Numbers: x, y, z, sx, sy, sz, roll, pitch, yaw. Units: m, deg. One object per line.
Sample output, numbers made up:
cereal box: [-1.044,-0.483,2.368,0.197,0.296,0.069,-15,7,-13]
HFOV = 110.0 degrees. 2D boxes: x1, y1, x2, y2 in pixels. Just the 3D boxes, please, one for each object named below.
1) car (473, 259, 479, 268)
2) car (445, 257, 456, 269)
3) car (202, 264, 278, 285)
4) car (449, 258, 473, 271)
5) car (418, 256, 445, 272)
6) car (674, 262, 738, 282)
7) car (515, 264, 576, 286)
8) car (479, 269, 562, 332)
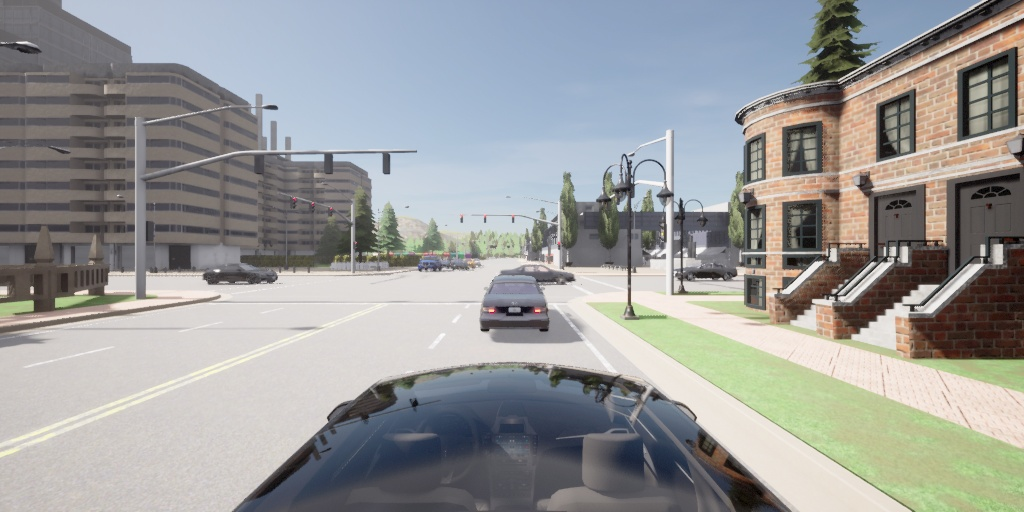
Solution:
car: [-7.139,1.227,59.361,1.882,1.535,5.008,0,0,0]
car: [-10.651,1.297,57.447,2.033,1.411,5.357,0,0,0]
car: [-19.205,1.276,25.403,4.674,1.442,1.812,0,0,0]
car: [-7.135,1.314,50.272,1.994,1.385,4.181,0,0,0]
car: [-10.640,0.971,46.874,2.150,2.045,5.566,0,0,0]
car: [15.424,1.241,28.809,4.902,1.511,2.128,0,0,-1]
car: [1.689,1.297,24.987,5.357,1.411,2.033,0,0,1]
car: [0.072,1.297,10.846,2.033,1.411,5.357,0,0,0]
